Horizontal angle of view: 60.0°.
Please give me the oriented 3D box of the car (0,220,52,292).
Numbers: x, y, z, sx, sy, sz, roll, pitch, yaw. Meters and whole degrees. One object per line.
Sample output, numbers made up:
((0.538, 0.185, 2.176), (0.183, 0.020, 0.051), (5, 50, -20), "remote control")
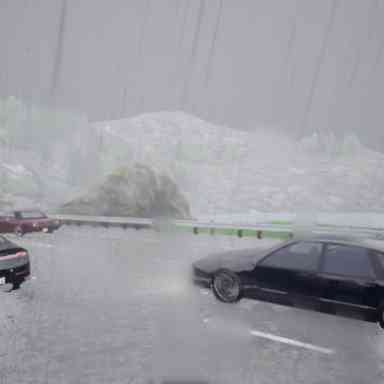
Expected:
((-5.757, 1.525, 7.689), (4.902, 1.511, 2.128), (0, 0, 33), "car")

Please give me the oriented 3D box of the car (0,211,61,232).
((-9.415, 1.660, 18.110), (4.718, 1.301, 1.895), (0, 0, 30), "car")

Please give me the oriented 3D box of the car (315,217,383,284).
((5.757, 1.497, 8.377), (4.674, 1.442, 1.812), (0, 0, 35), "car")

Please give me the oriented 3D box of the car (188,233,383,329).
((2.540, 1.535, 6.408), (5.357, 1.411, 2.033), (0, 0, 35), "car")
